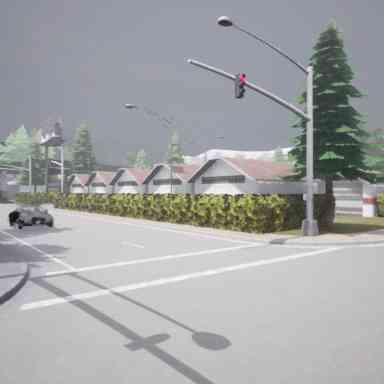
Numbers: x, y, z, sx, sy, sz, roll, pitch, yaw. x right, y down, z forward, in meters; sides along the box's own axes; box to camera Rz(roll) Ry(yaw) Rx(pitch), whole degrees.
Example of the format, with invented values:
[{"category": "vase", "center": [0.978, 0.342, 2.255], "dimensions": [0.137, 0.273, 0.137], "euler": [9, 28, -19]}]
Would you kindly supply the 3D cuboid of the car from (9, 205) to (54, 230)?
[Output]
[{"category": "car", "center": [-10.253, 1.547, 21.123], "dimensions": [1.994, 1.385, 4.181], "euler": [0, 1, -38]}]
